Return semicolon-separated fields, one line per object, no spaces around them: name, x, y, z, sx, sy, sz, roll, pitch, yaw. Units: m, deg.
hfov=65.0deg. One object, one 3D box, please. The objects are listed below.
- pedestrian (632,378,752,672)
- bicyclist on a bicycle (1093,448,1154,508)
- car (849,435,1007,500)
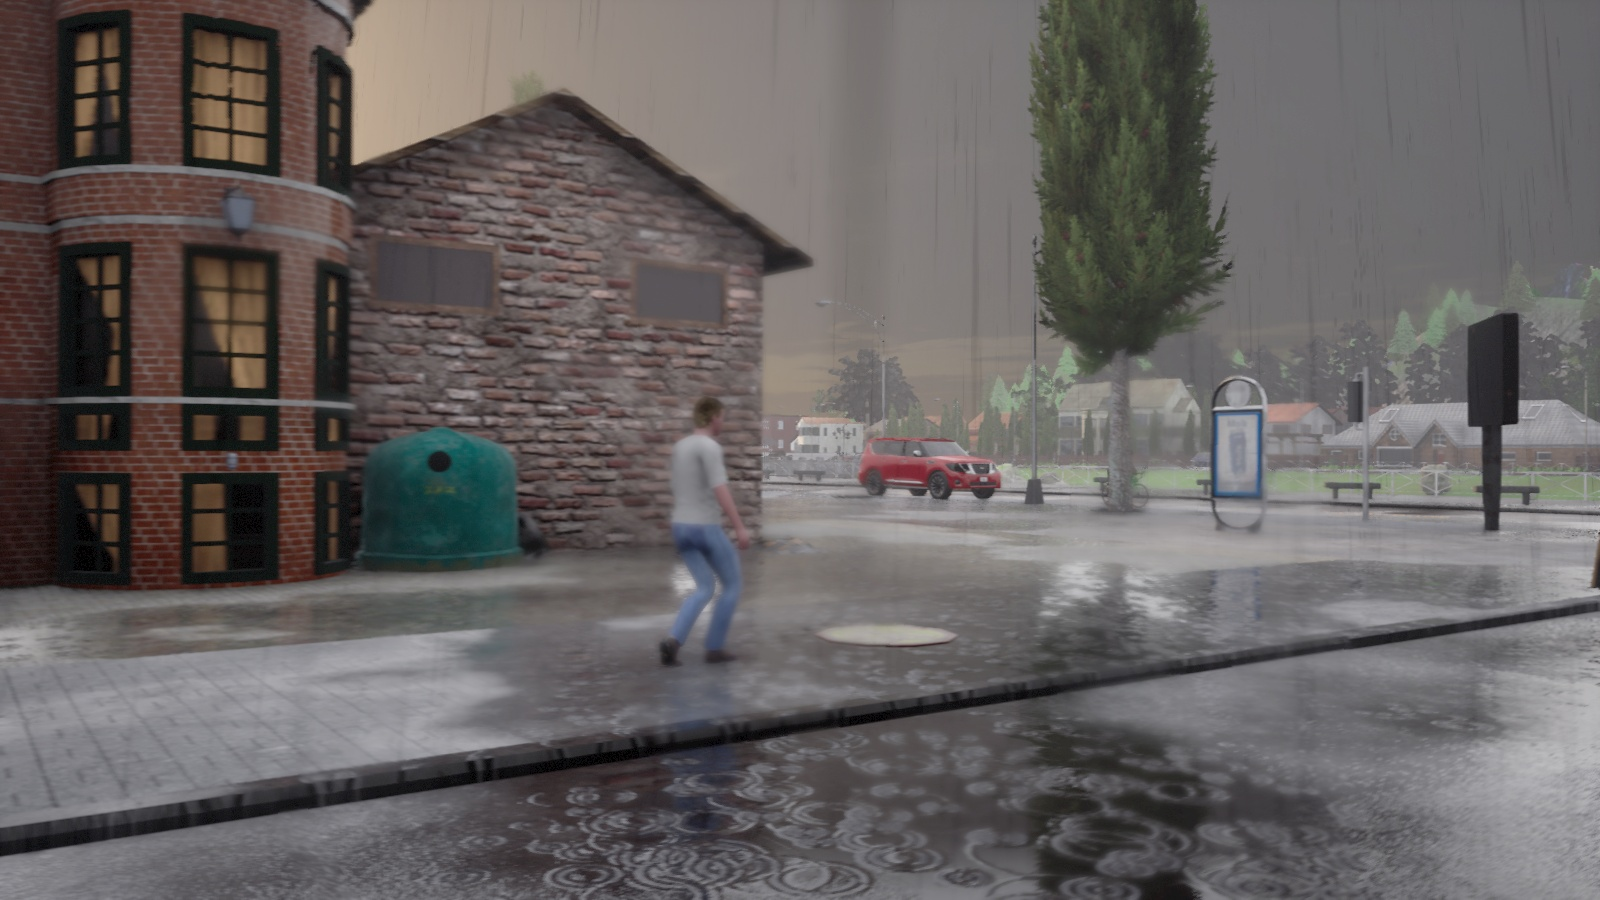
pedestrian;-0.702;0.468;8.196;0.706;1.836;0.354;0;0;-42
bicyclist on a bicycle;9.021;0.764;35.049;0.582;1.620;1.656;0;0;-35
car;4.175;0.558;42.008;2.150;2.045;5.566;0;0;-35
